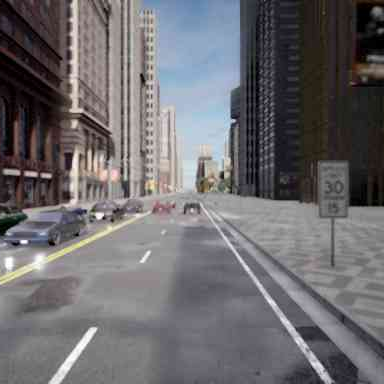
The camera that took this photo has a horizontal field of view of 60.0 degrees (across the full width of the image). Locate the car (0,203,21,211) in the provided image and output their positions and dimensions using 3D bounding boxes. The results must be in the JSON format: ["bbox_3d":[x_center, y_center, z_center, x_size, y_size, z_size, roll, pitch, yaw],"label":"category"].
[{"bbox_3d":[-9.838,1.379,16.098,2.097,1.767,4.553,0,0,0],"label":"car"}]

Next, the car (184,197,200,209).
[{"bbox_3d":[0.030,1.558,47.378,2.128,1.511,4.902,0,0,0],"label":"car"}]

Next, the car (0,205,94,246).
[{"bbox_3d":[-6.585,1.574,15.700,2.033,1.411,5.357,0,0,0],"label":"car"}]

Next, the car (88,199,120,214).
[{"bbox_3d":[-9.775,1.603,37.417,2.033,1.411,5.357,0,0,1],"label":"car"}]

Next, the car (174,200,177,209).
[{"bbox_3d":[-3.220,1.666,47.487,1.895,1.301,4.718,0,0,0],"label":"car"}]

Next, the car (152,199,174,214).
[{"bbox_3d":[-3.236,1.581,36.384,1.812,1.442,4.674,0,0,0],"label":"car"}]

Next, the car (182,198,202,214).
[{"bbox_3d":[0.014,1.560,36.001,1.837,1.490,4.892,0,0,0],"label":"car"}]

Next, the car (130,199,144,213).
[{"bbox_3d":[-6.531,1.561,37.181,1.837,1.490,4.892,0,0,0],"label":"car"}]

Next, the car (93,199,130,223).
[{"bbox_3d":[-6.577,1.533,26.092,2.128,1.511,4.902,0,0,0],"label":"car"}]
